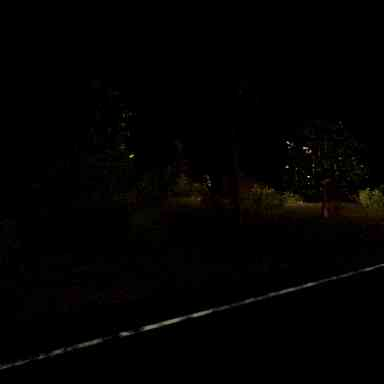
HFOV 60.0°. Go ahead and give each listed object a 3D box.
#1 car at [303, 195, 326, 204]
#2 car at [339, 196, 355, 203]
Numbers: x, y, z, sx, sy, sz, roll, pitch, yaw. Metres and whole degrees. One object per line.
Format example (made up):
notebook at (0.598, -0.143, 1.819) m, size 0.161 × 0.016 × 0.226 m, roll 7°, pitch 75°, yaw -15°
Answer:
car at (21.792, 1.330, 57.896) m, size 1.882 × 1.535 × 5.008 m, roll 0°, pitch 0°, yaw -37°
car at (28.674, 1.438, 60.405) m, size 1.895 × 1.301 × 4.718 m, roll 0°, pitch 0°, yaw -37°
